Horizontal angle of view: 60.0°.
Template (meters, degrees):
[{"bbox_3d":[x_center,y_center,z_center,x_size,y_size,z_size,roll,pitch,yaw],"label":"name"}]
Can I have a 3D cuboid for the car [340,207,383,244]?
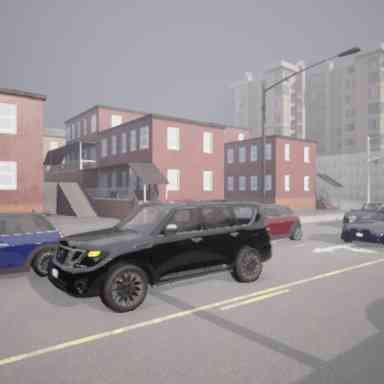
[{"bbox_3d":[8.414,1.557,14.681,4.181,1.385,1.994,0,0,-36],"label":"car"}]

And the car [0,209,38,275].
[{"bbox_3d":[-5.672,1.351,8.649,4.553,1.767,2.097,0,0,-35],"label":"car"}]

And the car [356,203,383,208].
[{"bbox_3d":[11.647,1.481,21.469,4.902,1.511,2.128,0,0,-37],"label":"car"}]

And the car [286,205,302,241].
[{"bbox_3d":[2.856,1.346,14.899,4.553,1.767,2.097,0,0,-37],"label":"car"}]

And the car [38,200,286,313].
[{"bbox_3d":[-0.427,1.222,8.074,5.566,2.045,2.150,0,0,-37],"label":"car"}]
